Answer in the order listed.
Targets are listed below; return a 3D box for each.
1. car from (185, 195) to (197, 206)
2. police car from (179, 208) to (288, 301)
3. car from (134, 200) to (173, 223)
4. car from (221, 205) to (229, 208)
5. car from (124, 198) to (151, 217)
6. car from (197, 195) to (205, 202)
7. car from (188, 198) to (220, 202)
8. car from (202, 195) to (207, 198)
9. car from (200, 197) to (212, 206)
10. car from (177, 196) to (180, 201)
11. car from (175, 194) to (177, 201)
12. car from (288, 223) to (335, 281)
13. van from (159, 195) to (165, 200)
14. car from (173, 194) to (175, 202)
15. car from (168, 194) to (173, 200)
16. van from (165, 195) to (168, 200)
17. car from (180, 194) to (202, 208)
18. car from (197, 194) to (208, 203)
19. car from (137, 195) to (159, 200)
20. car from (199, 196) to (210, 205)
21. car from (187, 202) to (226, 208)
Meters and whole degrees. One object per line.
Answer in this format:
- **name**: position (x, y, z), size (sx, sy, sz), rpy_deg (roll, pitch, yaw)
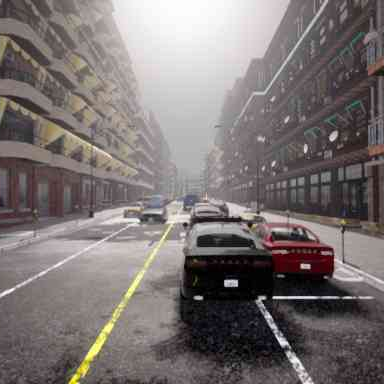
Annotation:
- **car**: position (-0.108, 1.467, 59.929), size (2.097, 1.767, 4.553), rpy_deg (0, 0, 0)
- **police car**: position (0.699, 1.430, 8.522), size (1.930, 1.638, 5.238), rpy_deg (0, 0, 0)
- **car**: position (-2.895, 1.576, 26.085), size (2.033, 1.411, 5.357), rpy_deg (0, 0, 0)
- **car**: position (2.558, 1.537, 15.451), size (1.752, 1.417, 4.829), rpy_deg (1, 0, 0)
- **car**: position (-5.352, 1.565, 31.750), size (1.752, 1.417, 4.829), rpy_deg (2, 0, 0)
- **car**: position (2.394, 1.667, 87.182), size (1.967, 1.590, 4.097), rpy_deg (1, 0, 0)
- **car**: position (0.781, 1.481, 24.609), size (1.801, 1.575, 5.366), rpy_deg (0, 0, 0)
- **car**: position (2.487, 1.640, 53.995), size (1.887, 1.381, 4.507), rpy_deg (1, 0, 0)
- **car**: position (2.477, 1.658, 59.525), size (1.887, 1.381, 4.507), rpy_deg (1, 0, 0)
- **car**: position (-2.910, 1.741, 88.777), size (1.837, 1.490, 4.892), rpy_deg (0, -1, 0)
- **car**: position (-5.445, 1.767, 81.695), size (1.947, 1.339, 4.313), rpy_deg (1, 0, 0)
- **car**: position (2.568, 1.551, 9.749), size (1.887, 1.381, 4.507), rpy_deg (1, 0, 0)
- **van**: position (-5.378, 1.419, 48.511), size (1.690, 1.788, 3.998), rpy_deg (2, 0, 0)
- **car**: position (-5.418, 1.470, 70.633), size (2.192, 1.841, 5.009), rpy_deg (1, 0, 0)
- **car**: position (-5.408, 1.449, 65.103), size (2.192, 1.841, 5.009), rpy_deg (1, 0, 0)
- **van**: position (-5.389, 1.437, 54.043), size (1.690, 1.788, 3.998), rpy_deg (1, 0, 0)
- **car**: position (-0.078, 1.291, 45.238), size (2.150, 2.045, 5.566), rpy_deg (0, 0, 0)
- **car**: position (2.418, 1.492, 76.119), size (2.192, 1.841, 5.009), rpy_deg (1, 0, 0)
- **car**: position (-5.357, 1.366, 37.452), size (2.192, 1.841, 5.009), rpy_deg (2, 0, 0)
- **car**: position (2.477, 1.574, 65.057), size (1.967, 1.590, 4.097), rpy_deg (1, 0, 0)
- **car**: position (0.792, 1.522, 18.416), size (1.837, 1.490, 4.892), rpy_deg (0, 0, 0)
